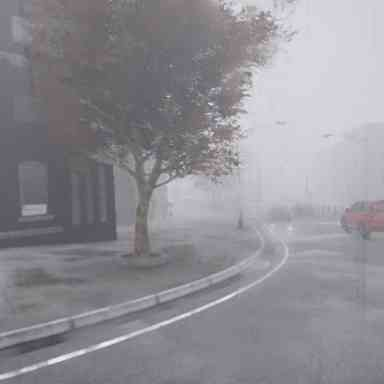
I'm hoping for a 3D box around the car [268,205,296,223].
[{"bbox_3d":[8.517,2.189,32.504,1.837,1.490,4.892,-2,-2,8],"label":"car"}]

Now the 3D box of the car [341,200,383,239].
[{"bbox_3d":[10.325,1.467,19.096,2.150,2.045,5.566,-2,-1,9],"label":"car"}]

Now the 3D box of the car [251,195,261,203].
[{"bbox_3d":[14.025,1.475,73.272,1.882,1.535,5.008,-2,3,8],"label":"car"}]

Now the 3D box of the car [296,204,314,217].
[{"bbox_3d":[13.239,2.148,39.940,1.882,1.535,5.008,-2,-1,8],"label":"car"}]
